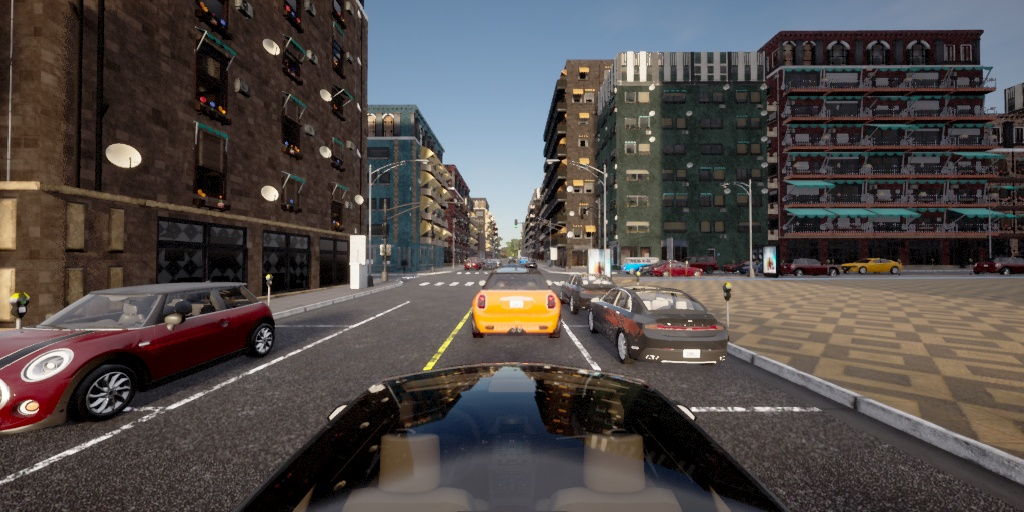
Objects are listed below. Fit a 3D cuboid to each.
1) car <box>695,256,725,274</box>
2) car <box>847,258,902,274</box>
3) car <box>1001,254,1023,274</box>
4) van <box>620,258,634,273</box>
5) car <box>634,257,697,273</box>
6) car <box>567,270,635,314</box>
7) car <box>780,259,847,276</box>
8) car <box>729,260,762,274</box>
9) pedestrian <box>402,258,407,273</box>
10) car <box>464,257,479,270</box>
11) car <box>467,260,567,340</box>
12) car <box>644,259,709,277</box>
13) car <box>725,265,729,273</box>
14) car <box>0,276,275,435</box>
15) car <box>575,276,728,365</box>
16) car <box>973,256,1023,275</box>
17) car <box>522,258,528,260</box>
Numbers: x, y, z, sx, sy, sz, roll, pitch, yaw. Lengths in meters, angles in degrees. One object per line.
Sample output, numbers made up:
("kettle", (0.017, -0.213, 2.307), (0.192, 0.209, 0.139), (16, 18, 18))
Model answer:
("car", (19.323, 0.977, 38.354), (5.009, 1.841, 2.192), (0, 0, 0))
("car", (35.623, 0.977, 35.637), (5.008, 1.535, 1.882), (0, -1, 1))
("car", (47.877, 0.715, 32.354), (4.553, 1.767, 2.097), (0, -1, 0))
("van", (13.795, 1.045, 38.397), (3.998, 1.789, 1.690), (0, 0, 0))
("car", (15.224, 1.147, 35.807), (4.902, 1.511, 2.128), (0, -1, 1))
("car", (2.828, 1.304, 13.398), (2.007, 1.370, 4.403), (0, 0, 0))
("car", (24.783, 0.935, 29.930), (4.097, 1.591, 1.967), (0, 0, 0))
("car", (25.174, 1.126, 35.728), (5.357, 1.411, 2.033), (0, -1, 0))
("pedestrian", (-12.502, 1.097, 41.566), (0.375, 1.860, 0.375), (0, 0, 0))
("car", (-5.655, 1.083, 51.636), (2.192, 1.841, 5.009), (0, 0, 0))
("car", (0.103, 1.104, 10.173), (2.097, 1.767, 4.553), (0, 0, 0))
("car", (13.727, 1.162, 30.017), (4.207, 1.307, 1.802), (0, 0, 0))
("car", (24.851, 1.165, 38.310), (4.507, 1.381, 1.888), (0, 0, 0))
("car", (-5.817, 1.191, 5.598), (1.967, 1.591, 4.097), (0, 0, 0))
("car", (2.825, 1.302, 7.828), (2.007, 1.370, 4.403), (0, 0, 0))
("car", (41.364, 0.811, 29.800), (4.097, 1.591, 1.967), (0, 0, 0))
("car", (2.725, 1.334, 51.591), (1.948, 1.339, 4.313), (0, 0, 0))
